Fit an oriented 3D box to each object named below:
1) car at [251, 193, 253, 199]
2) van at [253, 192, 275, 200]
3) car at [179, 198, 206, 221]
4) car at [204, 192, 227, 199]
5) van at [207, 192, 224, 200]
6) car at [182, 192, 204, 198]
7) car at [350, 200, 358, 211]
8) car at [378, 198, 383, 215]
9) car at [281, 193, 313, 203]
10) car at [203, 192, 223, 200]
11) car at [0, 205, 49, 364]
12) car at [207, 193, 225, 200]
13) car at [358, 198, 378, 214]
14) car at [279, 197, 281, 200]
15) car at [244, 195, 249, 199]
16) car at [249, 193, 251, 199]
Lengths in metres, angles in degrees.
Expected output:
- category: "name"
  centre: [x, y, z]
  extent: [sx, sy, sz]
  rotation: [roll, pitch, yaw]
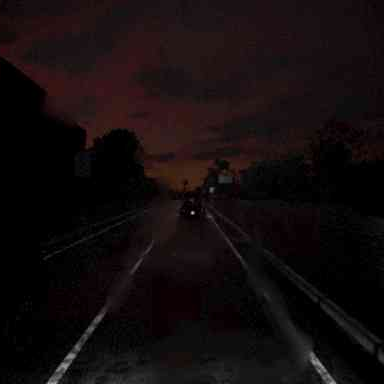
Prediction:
- category: "car"
  centre: [18.522, 1.197, 85.114]
  extent: [5.366, 1.575, 1.946]
  rotation: [0, -1, -1]
- category: "van"
  centre: [18.249, 0.941, 82.319]
  extent: [4.442, 1.987, 1.878]
  rotation: [0, -1, -1]
- category: "car"
  centre: [0.044, 1.436, 25.504]
  extent: [1.994, 1.385, 4.181]
  rotation: [0, 0, 0]
- category: "car"
  centre: [5.907, 1.167, 82.838]
  extent: [5.366, 1.575, 1.946]
  rotation: [0, -1, -1]
- category: "van"
  centre: [6.147, 1.027, 88.798]
  extent: [4.442, 1.987, 1.878]
  rotation: [0, -1, -1]
- category: "car"
  centre: [0.016, 1.020, 40.580]
  extent: [2.150, 2.045, 5.566]
  rotation: [0, 1, 0]
- category: "car"
  centre: [18.630, 1.321, 34.019]
  extent: [4.674, 1.452, 2.002]
  rotation: [0, 0, 0]
- category: "car"
  centre: [18.649, 1.316, 27.470]
  extent: [5.008, 1.535, 2.097]
  rotation: [0, 0, 0]
- category: "car"
  centre: [18.627, 1.025, 58.354]
  extent: [4.553, 1.767, 2.185]
  rotation: [0, 0, 0]
- category: "car"
  centre: [5.989, 1.120, 94.989]
  extent: [5.566, 2.045, 2.435]
  rotation: [0, -1, -1]
- category: "car"
  centre: [-3.255, 1.206, 2.876]
  extent: [2.150, 2.045, 5.566]
  rotation: [0, 0, 0]
- category: "car"
  centre: [6.093, 1.079, 85.759]
  extent: [4.553, 1.767, 2.185]
  rotation: [0, -1, -1]
- category: "car"
  centre: [18.632, 1.299, 30.743]
  extent: [4.892, 1.521, 2.231]
  rotation: [0, 0, 0]
- category: "car"
  centre: [18.549, 1.175, 61.525]
  extent: [4.674, 1.452, 2.002]
  rotation: [0, 0, -1]
- category: "car"
  centre: [18.223, 1.089, 93.493]
  extent: [5.566, 2.045, 2.435]
  rotation: [0, -1, -1]
- category: "car"
  centre: [18.496, 1.235, 87.774]
  extent: [5.366, 1.575, 1.946]
  rotation: [0, -1, -1]
